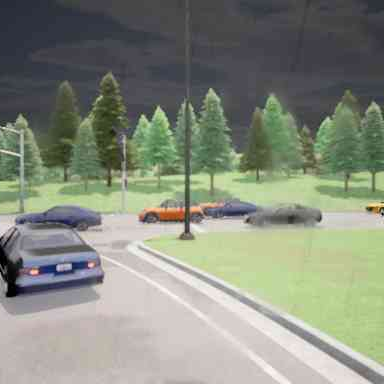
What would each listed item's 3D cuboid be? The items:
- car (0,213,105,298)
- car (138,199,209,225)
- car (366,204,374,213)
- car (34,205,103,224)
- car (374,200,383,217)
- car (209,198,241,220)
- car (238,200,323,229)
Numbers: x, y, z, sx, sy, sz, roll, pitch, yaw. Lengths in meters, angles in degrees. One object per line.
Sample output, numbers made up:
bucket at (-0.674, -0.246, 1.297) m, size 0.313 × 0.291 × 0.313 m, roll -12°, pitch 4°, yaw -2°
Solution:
car at (-3.934, 1.525, 8.631) m, size 2.033 × 1.411 × 5.357 m, roll 0°, pitch 0°, yaw -34°
car at (-1.455, 1.306, 23.331) m, size 4.553 × 1.767 × 2.097 m, roll 0°, pitch 0°, yaw -9°
car at (20.227, 1.445, 33.803) m, size 5.008 × 1.535 × 1.882 m, roll 0°, pitch 0°, yaw -9°
car at (-7.448, 1.479, 18.850) m, size 4.674 × 1.442 × 1.812 m, roll 0°, pitch 0°, yaw -9°
car at (17.521, 1.469, 26.296) m, size 4.902 × 1.511 × 2.128 m, roll 0°, pitch 0°, yaw -9°
car at (3.543, 1.479, 27.642) m, size 4.674 × 1.442 × 1.812 m, roll 0°, pitch 0°, yaw -9°
car at (5.713, 1.460, 20.909) m, size 4.902 × 1.511 × 2.128 m, roll 0°, pitch 0°, yaw -9°
